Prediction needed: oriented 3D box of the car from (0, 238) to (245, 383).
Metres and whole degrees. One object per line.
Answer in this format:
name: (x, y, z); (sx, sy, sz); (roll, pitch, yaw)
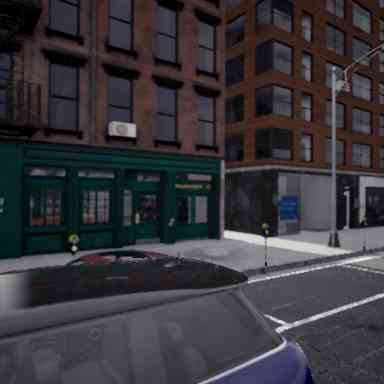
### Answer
car: (-1.340, 1.621, 5.173); (4.206, 1.307, 1.802); (1, -1, -35)

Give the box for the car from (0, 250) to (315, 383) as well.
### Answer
car: (-1.287, 1.362, 2.001); (4.553, 1.767, 2.097); (1, -1, -35)
